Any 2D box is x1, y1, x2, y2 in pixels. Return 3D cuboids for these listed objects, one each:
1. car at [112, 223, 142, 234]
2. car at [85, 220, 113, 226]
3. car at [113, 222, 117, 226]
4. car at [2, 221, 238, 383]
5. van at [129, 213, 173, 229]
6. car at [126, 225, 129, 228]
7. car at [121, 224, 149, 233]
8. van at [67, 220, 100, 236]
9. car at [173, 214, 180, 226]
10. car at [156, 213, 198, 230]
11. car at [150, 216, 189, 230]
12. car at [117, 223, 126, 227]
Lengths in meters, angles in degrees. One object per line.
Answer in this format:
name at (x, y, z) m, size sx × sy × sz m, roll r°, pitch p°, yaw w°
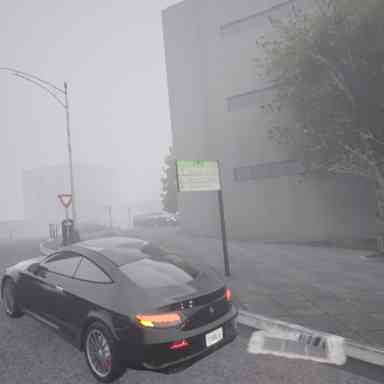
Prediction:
car at (-11.618, 6.500, 59.130) m, size 4.792 × 1.488 × 2.163 m, roll -7°, pitch -8°, yaw 21°
car at (-11.921, 4.113, 37.917) m, size 2.033 × 1.411 × 5.357 m, roll -7°, pitch -6°, yaw 25°
car at (-14.770, 5.689, 51.278) m, size 5.008 × 1.535 × 2.097 m, roll -7°, pitch -7°, yaw 21°
car at (-1.437, 1.483, 5.404) m, size 4.674 × 1.442 × 1.812 m, roll 1°, pitch 1°, yaw 42°
van at (-5.169, 3.715, 41.943) m, size 4.442 × 1.987 × 1.878 m, roll -7°, pitch -7°, yaw 21°
car at (-12.844, 6.231, 56.627) m, size 5.366 × 1.575 × 1.946 m, roll -7°, pitch -8°, yaw 21°
car at (-10.619, 6.772, 61.720) m, size 4.674 × 1.452 × 2.002 m, roll -7°, pitch -8°, yaw 21°
van at (-15.905, 5.243, 48.772) m, size 4.442 × 1.987 × 1.878 m, roll -7°, pitch -7°, yaw 21°
car at (-4.213, 4.194, 44.530) m, size 4.792 × 1.488 × 2.163 m, roll -7°, pitch -7°, yaw 21°
car at (-2.245, 4.415, 49.741) m, size 5.566 × 2.045 × 2.435 m, roll -7°, pitch -8°, yaw 21°
car at (-3.206, 4.410, 47.168) m, size 5.008 × 1.535 × 2.097 m, roll -6°, pitch -8°, yaw 21°
car at (-13.721, 5.815, 53.863) m, size 4.553 × 1.767 × 2.185 m, roll -7°, pitch -8°, yaw 21°
